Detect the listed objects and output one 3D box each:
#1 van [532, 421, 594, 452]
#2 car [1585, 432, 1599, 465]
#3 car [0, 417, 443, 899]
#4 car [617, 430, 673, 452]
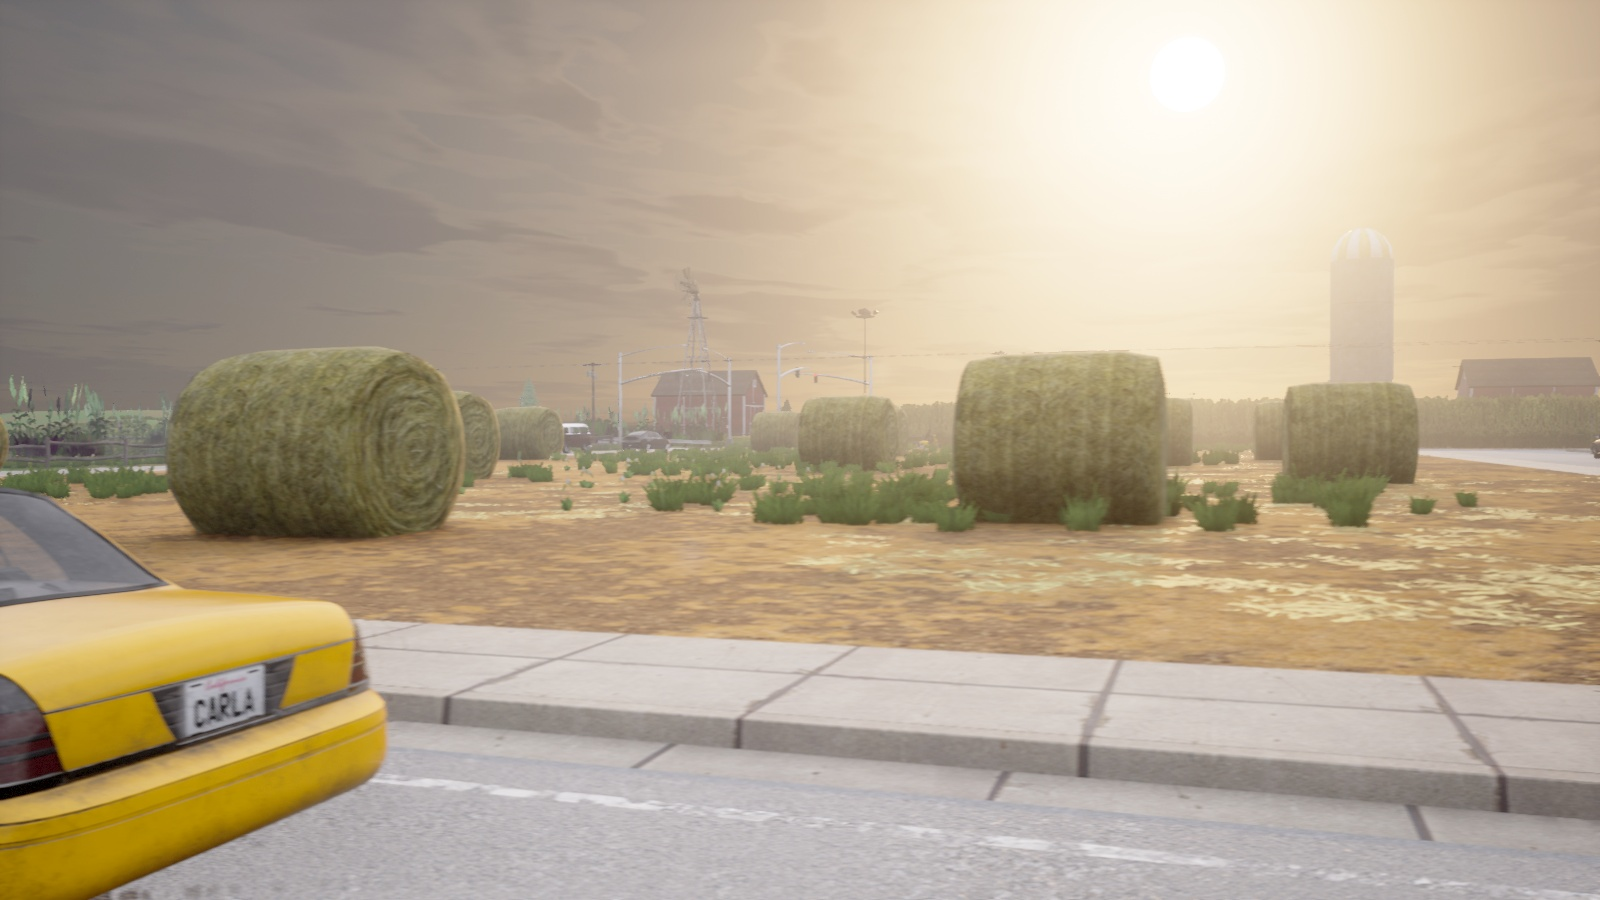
[{"bbox_3d":[-16.052,-0.908,85.332,2.069,2.038,4.480,1,1,21],"label":"van"},{"bbox_3d":[39.059,-0.062,59.575,2.007,1.525,4.514,1,1,18],"label":"car"},{"bbox_3d":[-4.135,0.677,4.583,5.366,1.575,1.801,1,1,19],"label":"car"},{"bbox_3d":[-10.910,-0.664,88.866,1.837,1.490,4.892,1,1,21],"label":"car"}]
